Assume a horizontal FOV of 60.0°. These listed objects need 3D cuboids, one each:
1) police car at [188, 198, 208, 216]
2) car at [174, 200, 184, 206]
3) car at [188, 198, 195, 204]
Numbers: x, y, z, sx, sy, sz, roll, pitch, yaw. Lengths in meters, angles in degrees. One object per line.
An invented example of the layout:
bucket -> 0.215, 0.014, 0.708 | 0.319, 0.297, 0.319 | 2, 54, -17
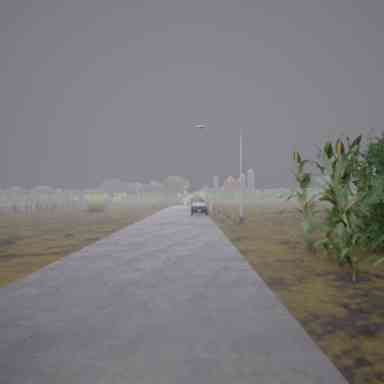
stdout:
police car -> 0.805, 1.833, 38.299 | 1.930, 1.638, 5.238 | 0, -1, 0
car -> -2.787, 2.337, 70.961 | 1.994, 1.385, 4.181 | 0, -1, 0
car -> -0.046, 2.389, 88.434 | 1.812, 1.442, 4.674 | 0, -1, 0
